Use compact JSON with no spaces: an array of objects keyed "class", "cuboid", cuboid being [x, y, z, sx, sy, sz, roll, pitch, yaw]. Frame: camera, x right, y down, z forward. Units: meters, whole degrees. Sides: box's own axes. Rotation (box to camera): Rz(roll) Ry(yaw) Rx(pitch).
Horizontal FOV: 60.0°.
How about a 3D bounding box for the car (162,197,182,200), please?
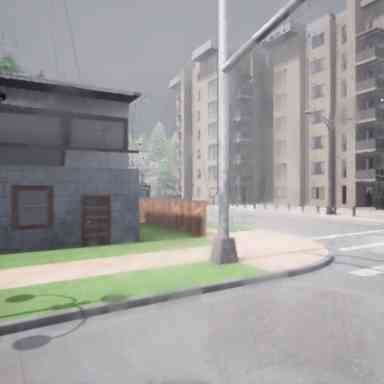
[{"class":"car","cuboid":[-1.972,1.241,33.891,1.882,1.535,5.008,0,1,-28]}]
